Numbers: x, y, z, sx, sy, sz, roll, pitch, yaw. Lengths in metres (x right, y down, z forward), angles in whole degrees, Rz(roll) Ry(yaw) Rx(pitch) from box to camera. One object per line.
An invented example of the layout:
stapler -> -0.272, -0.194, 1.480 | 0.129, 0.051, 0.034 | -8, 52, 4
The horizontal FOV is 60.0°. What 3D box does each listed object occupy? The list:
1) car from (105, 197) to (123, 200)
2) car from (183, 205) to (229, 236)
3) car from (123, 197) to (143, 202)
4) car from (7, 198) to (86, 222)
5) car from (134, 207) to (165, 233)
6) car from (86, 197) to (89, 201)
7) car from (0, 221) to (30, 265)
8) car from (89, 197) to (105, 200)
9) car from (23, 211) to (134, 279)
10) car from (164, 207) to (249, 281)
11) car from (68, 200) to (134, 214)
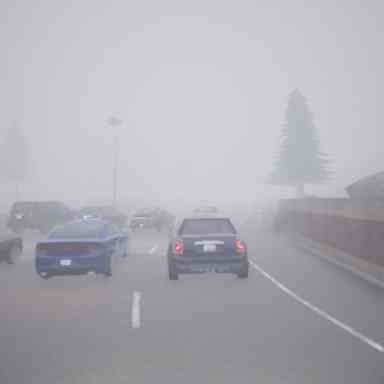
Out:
car -> -14.545, 1.842, 65.781 | 2.033, 1.411, 5.357 | -1, 1, 12
car -> 1.022, 1.680, 21.054 | 2.128, 1.511, 4.902 | -1, 0, 11
car -> -11.092, 1.743, 65.258 | 2.128, 1.511, 4.902 | -1, 1, 12
car -> -9.533, 1.553, 21.883 | 2.150, 2.045, 5.566 | -1, 0, 10
car -> -2.432, 1.729, 21.624 | 2.128, 1.511, 4.902 | -1, 0, 11
car -> -21.444, 1.879, 66.983 | 1.882, 1.535, 5.008 | -1, 1, 12
car -> -6.662, 1.749, 9.477 | 1.895, 1.301, 4.718 | -1, -1, -4
car -> -18.013, 1.849, 66.293 | 1.837, 1.490, 4.892 | -1, 1, 12
car -> -3.200, 1.600, 10.595 | 1.882, 1.535, 5.008 | -1, -1, -3
car -> 0.305, 1.431, 10.372 | 2.097, 1.767, 4.553 | -1, -1, -4
car -> -5.896, 1.635, 22.131 | 2.097, 1.767, 4.553 | -1, -1, 11
